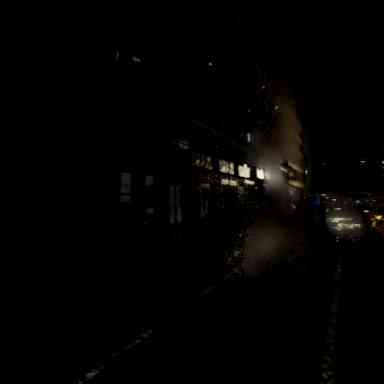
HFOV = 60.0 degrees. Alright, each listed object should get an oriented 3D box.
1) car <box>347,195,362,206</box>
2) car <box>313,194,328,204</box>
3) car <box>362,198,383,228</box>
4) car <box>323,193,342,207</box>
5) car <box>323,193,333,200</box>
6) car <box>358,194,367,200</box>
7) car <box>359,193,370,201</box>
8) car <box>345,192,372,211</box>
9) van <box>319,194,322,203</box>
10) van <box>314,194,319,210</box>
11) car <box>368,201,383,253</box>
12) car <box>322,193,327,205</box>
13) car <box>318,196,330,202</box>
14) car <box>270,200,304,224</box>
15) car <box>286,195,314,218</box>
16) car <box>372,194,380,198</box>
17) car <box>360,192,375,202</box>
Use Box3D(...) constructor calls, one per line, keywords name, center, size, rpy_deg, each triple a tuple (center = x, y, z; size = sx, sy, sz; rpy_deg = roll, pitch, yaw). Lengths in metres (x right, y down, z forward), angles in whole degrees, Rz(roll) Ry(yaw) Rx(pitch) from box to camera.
Box3D(name="car", center=(24.205, 1.232, 49.648), size=(1.882, 1.535, 5.008), rpy_deg=(-2, -1, 25))
Box3D(name="car", center=(23.388, 1.224, 60.497), size=(2.192, 1.841, 5.009), rpy_deg=(-1, 0, 25))
Box3D(name="car", center=(10.468, 1.296, 17.958), size=(1.801, 1.575, 5.366), rpy_deg=(-2, -1, 25))
Box3D(name="car", center=(20.444, 1.357, 48.062), size=(1.837, 1.490, 4.892), rpy_deg=(-2, -1, 25))
Box3D(name="car", center=(34.988, 1.191, 85.599), size=(2.192, 1.841, 5.009), rpy_deg=(-1, 0, 25))
Box3D(name="car", center=(42.086, 1.199, 82.258), size=(1.802, 1.307, 4.206), rpy_deg=(-1, 0, 25))
Box3D(name="car", center=(37.443, 1.065, 72.217), size=(1.967, 1.590, 4.097), rpy_deg=(-1, 0, 25))
Box3D(name="car", center=(18.401, 1.014, 37.087), size=(2.150, 2.045, 5.566), rpy_deg=(-2, 0, 25))
Box3D(name="van", center=(16.428, 1.288, 45.437), size=(1.690, 1.788, 3.998), rpy_deg=(0, 0, 25))
Box3D(name="van", center=(14.108, 1.303, 40.415), size=(1.690, 1.788, 3.998), rpy_deg=(0, 0, 25))
Box3D(name="car", center=(7.950, 1.322, 12.510), size=(1.801, 1.575, 5.366), rpy_deg=(-2, -1, 25))
Box3D(name="car", center=(21.068, 1.235, 55.478), size=(2.192, 1.841, 5.009), rpy_deg=(-1, 0, 25))
Box3D(name="car", center=(28.030, 1.455, 70.539), size=(1.947, 1.339, 4.313), rpy_deg=(-1, 0, 25))
Box3D(name="car", center=(7.079, 1.548, 25.201), size=(1.752, 1.417, 4.829), rpy_deg=(0, 0, 25))
Box3D(name="car", center=(9.469, 1.315, 30.377), size=(2.192, 1.841, 5.009), rpy_deg=(0, 0, 25))
Box3D(name="car", center=(23.553, 1.232, 42.077), size=(1.887, 1.381, 4.507), rpy_deg=(-1, 0, 25))
Box3D(name="car", center=(32.801, 0.955, 62.174), size=(2.192, 1.841, 5.009), rpy_deg=(-1, 0, 25))
